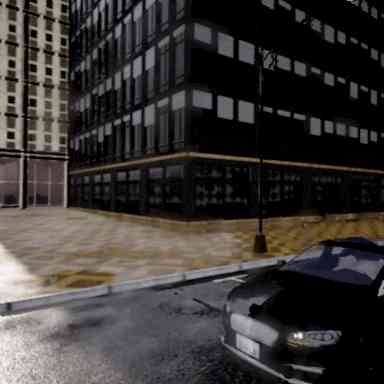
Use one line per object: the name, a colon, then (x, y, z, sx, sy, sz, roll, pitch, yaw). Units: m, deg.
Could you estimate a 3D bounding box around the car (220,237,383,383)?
car: (2.639, 1.529, 5.251, 4.902, 1.511, 2.128, 1, 0, -35)
